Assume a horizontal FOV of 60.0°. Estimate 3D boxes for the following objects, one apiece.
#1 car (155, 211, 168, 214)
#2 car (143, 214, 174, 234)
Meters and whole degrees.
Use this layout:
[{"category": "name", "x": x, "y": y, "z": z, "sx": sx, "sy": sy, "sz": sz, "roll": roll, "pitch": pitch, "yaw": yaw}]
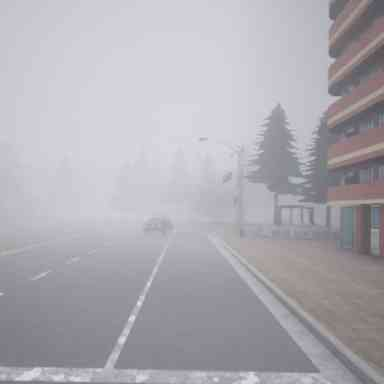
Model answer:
[{"category": "car", "x": -4.499, "y": 3.638, "z": 50.239, "sx": 2.097, "sy": 1.767, "sz": 4.553, "roll": 1, "pitch": 0, "yaw": 2}, {"category": "car", "x": -2.984, "y": 3.011, "z": 30.403, "sx": 2.033, "sy": 1.411, "sz": 5.357, "roll": 1, "pitch": -3, "yaw": 7}]
